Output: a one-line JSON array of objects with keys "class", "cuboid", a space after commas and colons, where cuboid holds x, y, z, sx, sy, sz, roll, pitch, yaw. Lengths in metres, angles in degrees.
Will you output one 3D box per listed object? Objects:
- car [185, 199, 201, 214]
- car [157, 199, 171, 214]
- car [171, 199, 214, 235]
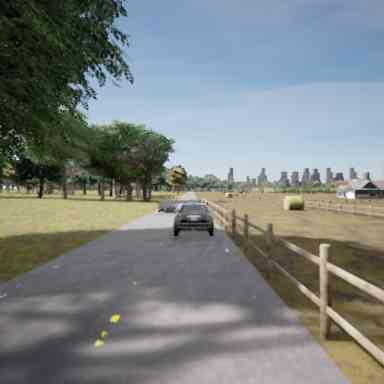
[{"class": "car", "cuboid": [0.104, 1.641, 39.154, 1.837, 1.490, 4.892, 0, 0, 0]}, {"class": "car", "cuboid": [-2.808, 1.638, 38.000, 1.837, 1.490, 4.892, 0, -1, 0]}, {"class": "car", "cuboid": [0.100, 1.401, 19.129, 2.097, 1.767, 4.553, 0, 0, 0]}]
